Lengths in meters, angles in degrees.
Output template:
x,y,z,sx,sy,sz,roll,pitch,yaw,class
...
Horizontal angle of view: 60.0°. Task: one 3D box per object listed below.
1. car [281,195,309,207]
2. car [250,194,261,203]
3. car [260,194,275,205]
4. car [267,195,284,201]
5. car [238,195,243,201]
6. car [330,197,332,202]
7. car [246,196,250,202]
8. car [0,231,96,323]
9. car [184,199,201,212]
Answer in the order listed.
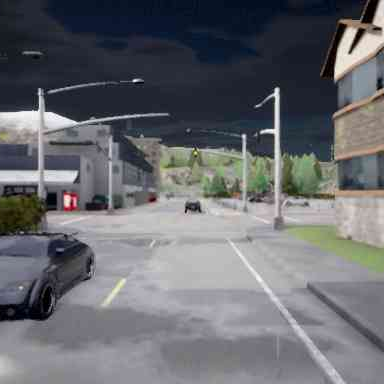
x,y,z,sx,sy,sz,roll,pitch,yaw,class
14.504,1.368,47.331,3.806,1.475,1.970,0,0,0,car
14.185,1.260,66.544,3.866,1.878,1.905,0,0,0,car
14.182,1.305,53.749,5.027,1.636,2.152,0,0,0,car
21.334,1.615,85.050,3.806,1.475,1.970,0,0,0,car
13.914,1.611,88.032,3.633,1.501,1.845,0,0,0,car
32.324,1.521,73.055,3.633,1.501,1.845,0,0,0,car
13.773,1.288,69.449,4.605,1.855,1.932,0,0,0,car
-3.560,1.583,7.217,1.994,1.385,4.181,0,0,0,car
0.111,1.579,40.131,1.882,1.535,5.008,0,0,0,car
